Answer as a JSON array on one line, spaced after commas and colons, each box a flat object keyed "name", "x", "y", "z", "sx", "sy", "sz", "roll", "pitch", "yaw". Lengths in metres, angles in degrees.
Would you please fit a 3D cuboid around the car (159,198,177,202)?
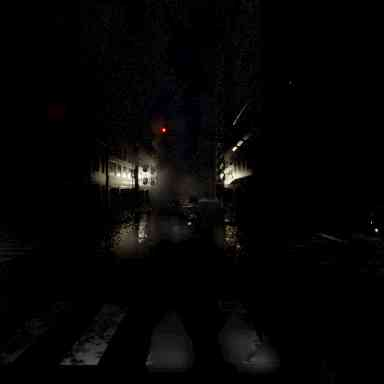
[{"name": "car", "x": -2.979, "y": 1.575, "z": 36.128, "sx": 1.994, "sy": 1.385, "sz": 4.181, "roll": 0, "pitch": 0, "yaw": 0}]

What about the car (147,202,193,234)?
[{"name": "car", "x": -1.493, "y": 1.544, "z": 19.507, "sx": 2.033, "sy": 1.411, "sz": 5.357, "roll": 0, "pitch": 0, "yaw": -16}]

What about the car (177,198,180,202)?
[{"name": "car", "x": -2.901, "y": 1.633, "z": 51.963, "sx": 1.895, "sy": 1.301, "sz": 4.718, "roll": 0, "pitch": 0, "yaw": 1}]

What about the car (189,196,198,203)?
[{"name": "car", "x": 0.297, "y": 1.546, "z": 71.084, "sx": 1.882, "sy": 1.535, "sz": 5.008, "roll": 0, "pitch": 0, "yaw": 0}]

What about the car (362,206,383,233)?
[{"name": "car", "x": 11.369, "y": 1.383, "z": 15.707, "sx": 5.357, "sy": 1.411, "sz": 2.033, "roll": -1, "pitch": 0, "yaw": 0}]
